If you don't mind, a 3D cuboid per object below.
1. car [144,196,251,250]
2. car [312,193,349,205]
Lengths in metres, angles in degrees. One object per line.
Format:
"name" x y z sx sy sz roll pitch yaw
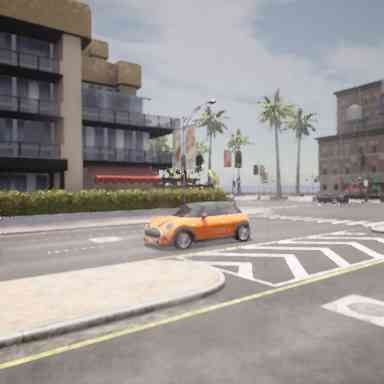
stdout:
"car" 0.265 1.234 13.904 4.553 1.767 2.097 -1 1 -35
"car" 18.847 0.909 45.474 1.837 1.490 4.892 -1 0 -34
